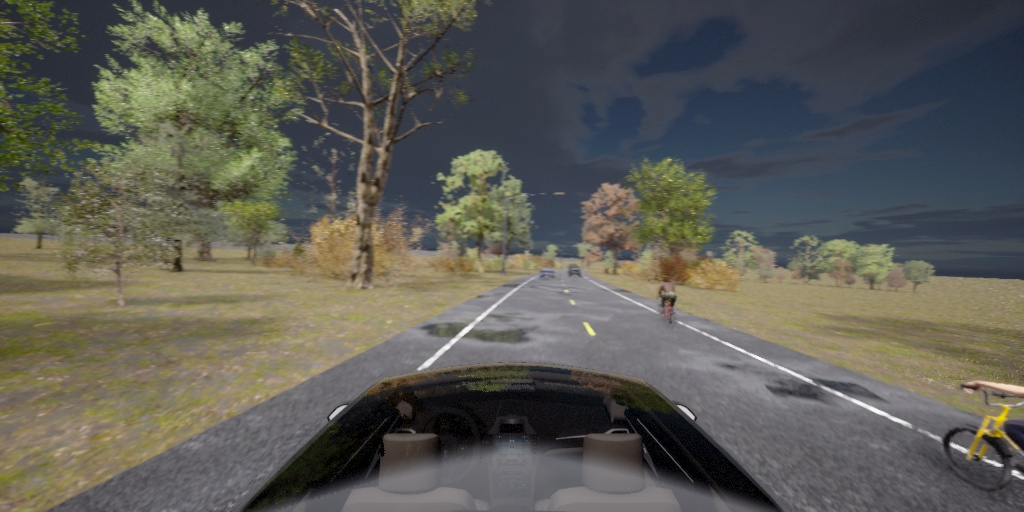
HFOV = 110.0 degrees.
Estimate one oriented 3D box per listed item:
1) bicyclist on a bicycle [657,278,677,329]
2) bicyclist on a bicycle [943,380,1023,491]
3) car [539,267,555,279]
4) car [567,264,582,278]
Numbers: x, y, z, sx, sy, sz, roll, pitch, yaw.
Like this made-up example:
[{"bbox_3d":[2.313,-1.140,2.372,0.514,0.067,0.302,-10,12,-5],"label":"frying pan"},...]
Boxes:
[{"bbox_3d":[5.217,1.563,12.092,0.582,1.620,1.656,2,-1,5],"label":"bicyclist on a bicycle"},{"bbox_3d":[4.427,1.394,2.968,0.866,1.612,1.509,2,-1,4],"label":"bicyclist on a bicycle"},{"bbox_3d":[4.418,2.116,45.085,2.033,1.411,5.357,2,-1,8],"label":"car"},{"bbox_3d":[9.640,2.481,55.177,1.837,1.490,4.892,2,0,8],"label":"car"}]
